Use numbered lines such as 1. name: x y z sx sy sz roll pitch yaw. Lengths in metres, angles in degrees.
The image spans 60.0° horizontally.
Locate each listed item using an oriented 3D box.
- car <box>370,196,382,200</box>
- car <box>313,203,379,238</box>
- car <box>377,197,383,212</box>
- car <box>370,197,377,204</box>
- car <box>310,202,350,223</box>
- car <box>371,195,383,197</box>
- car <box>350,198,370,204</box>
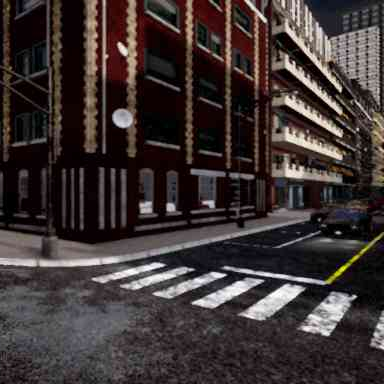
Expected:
1. car: 23.242 1.615 43.254 1.947 1.339 4.313 0 0 36
2. car: 8.532 1.572 18.091 2.033 1.411 5.357 0 0 36
3. car: 23.492 1.590 38.981 2.033 1.411 5.357 0 0 36
4. car: 20.013 1.627 38.744 1.802 1.307 4.206 0 0 36
5. car: 10.321 1.598 25.210 1.947 1.339 4.313 0 0 36
6. car: 26.472 1.370 47.765 2.192 1.841 5.009 0 0 36
7. car: 16.683 1.566 34.095 1.752 1.417 4.829 0 0 36
